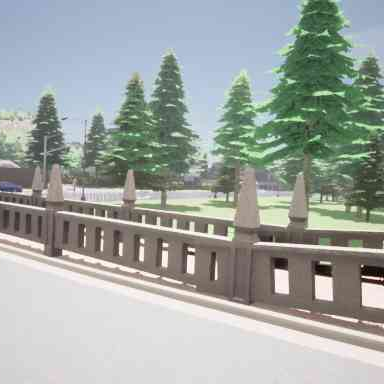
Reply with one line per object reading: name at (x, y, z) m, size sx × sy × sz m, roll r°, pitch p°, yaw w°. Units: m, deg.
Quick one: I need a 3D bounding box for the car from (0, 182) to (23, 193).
car at (-21.383, -0.402, 36.981) m, size 1.812 × 1.442 × 4.674 m, roll 4°, pitch 3°, yaw 37°
